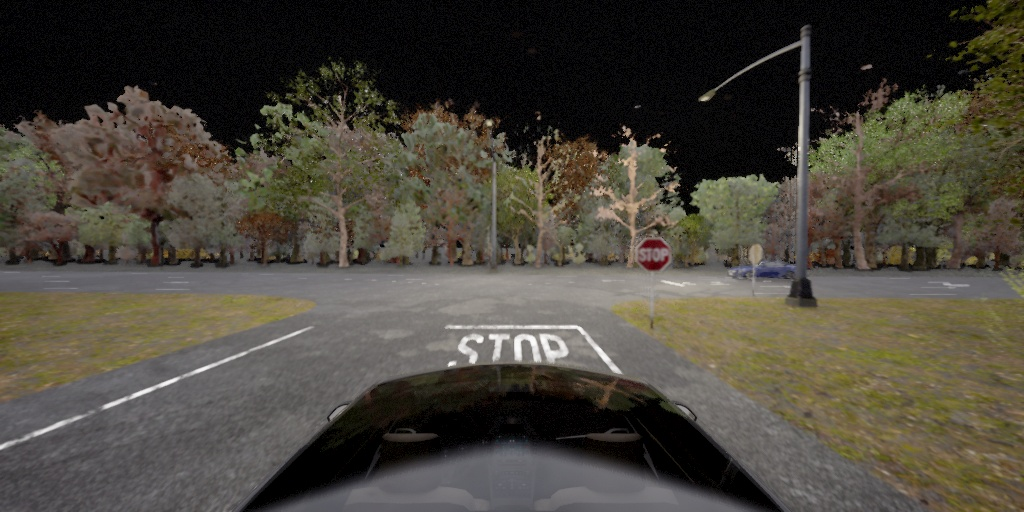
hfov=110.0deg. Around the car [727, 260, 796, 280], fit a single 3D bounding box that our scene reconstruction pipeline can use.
[{"bbox_3d":[18.234,1.024,26.029,4.674,1.442,1.812,-1,1,1],"label":"car"}]
